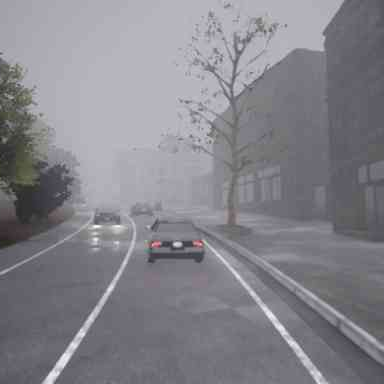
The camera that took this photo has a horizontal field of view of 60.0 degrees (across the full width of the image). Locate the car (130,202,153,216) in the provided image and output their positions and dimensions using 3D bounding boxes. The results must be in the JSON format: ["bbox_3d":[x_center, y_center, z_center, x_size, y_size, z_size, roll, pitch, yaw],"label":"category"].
[{"bbox_3d":[-5.358,1.754,34.968,1.994,1.385,4.181,2,-1,-16],"label":"car"}]

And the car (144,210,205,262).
[{"bbox_3d":[-0.688,1.603,12.301,2.033,1.411,5.357,1,0,-6],"label":"car"}]

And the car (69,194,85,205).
[{"bbox_3d":[-21.960,1.323,63.438,2.150,2.045,5.566,3,-1,-31],"label":"car"}]

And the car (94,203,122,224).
[{"bbox_3d":[-6.350,1.594,25.304,1.812,1.442,4.674,1,0,-13],"label":"car"}]
